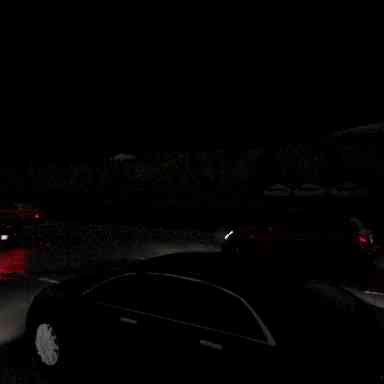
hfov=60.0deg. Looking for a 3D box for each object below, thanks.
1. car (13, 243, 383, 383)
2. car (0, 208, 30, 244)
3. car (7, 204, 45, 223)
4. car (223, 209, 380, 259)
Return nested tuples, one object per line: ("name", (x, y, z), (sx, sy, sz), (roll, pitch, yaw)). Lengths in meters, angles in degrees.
("car", (-0.100, 1.524, 4.063), (4.892, 1.490, 1.837), (0, 0, 35))
("car", (-9.732, 1.634, 15.225), (4.892, 1.490, 1.837), (0, 0, 35))
("car", (-13.824, 1.683, 26.730), (5.008, 1.535, 1.882), (0, 0, 35))
("car", (3.178, 1.377, 10.322), (4.553, 1.767, 2.097), (-1, 0, 35))
